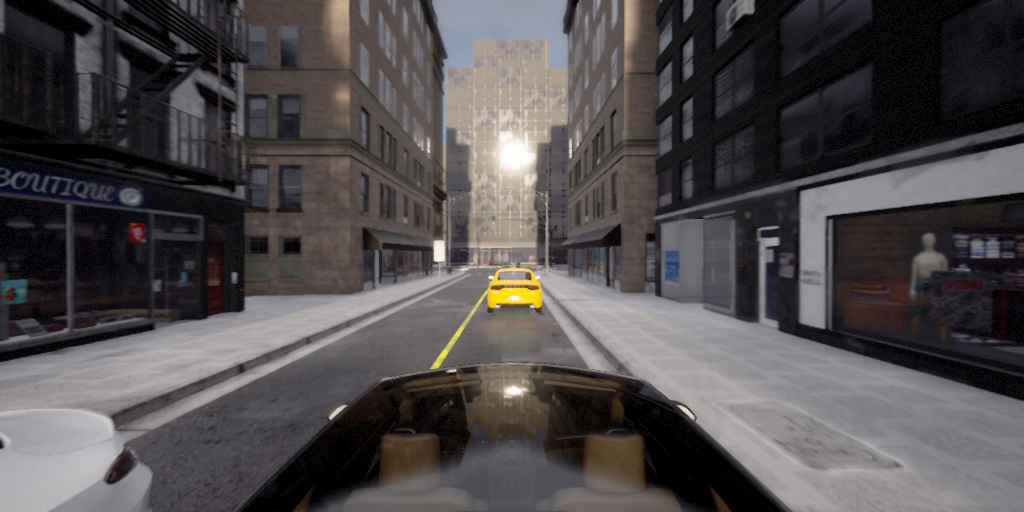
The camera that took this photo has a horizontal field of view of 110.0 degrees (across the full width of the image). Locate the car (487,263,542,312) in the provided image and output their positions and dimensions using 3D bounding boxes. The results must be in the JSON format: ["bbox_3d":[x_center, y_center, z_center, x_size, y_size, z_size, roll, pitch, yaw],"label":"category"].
[{"bbox_3d":[0.097,1.205,14.081,1.882,1.535,5.008,0,0,0],"label":"car"}]
